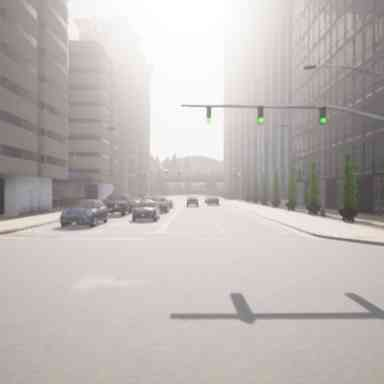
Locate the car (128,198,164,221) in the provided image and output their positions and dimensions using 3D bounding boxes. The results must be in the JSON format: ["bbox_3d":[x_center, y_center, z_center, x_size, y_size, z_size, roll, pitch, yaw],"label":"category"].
[{"bbox_3d":[-3.606,1.468,26.806,1.837,1.490,4.892,0,0,0],"label":"car"}]

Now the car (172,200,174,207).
[{"bbox_3d":[-3.592,1.523,45.779,1.895,1.301,4.718,0,0,0],"label":"car"}]

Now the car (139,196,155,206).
[{"bbox_3d":[-7.060,1.401,52.297,1.837,1.490,4.892,0,0,0],"label":"car"}]

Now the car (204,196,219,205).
[{"bbox_3d":[3.485,1.430,55.363,1.837,1.490,4.892,0,0,0],"label":"car"}]

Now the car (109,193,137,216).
[{"bbox_3d":[-7.105,1.162,31.897,2.150,2.045,5.566,0,0,0],"label":"car"}]

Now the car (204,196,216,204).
[{"bbox_3d":[3.482,1.470,64.031,1.994,1.385,4.181,0,0,0],"label":"car"}]

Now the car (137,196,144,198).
[{"bbox_3d":[-7.101,1.410,41.857,2.128,1.511,4.902,0,0,0],"label":"car"}]

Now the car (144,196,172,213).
[{"bbox_3d":[-3.605,1.295,36.010,2.097,1.767,4.553,0,0,0],"label":"car"}]

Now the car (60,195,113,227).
[{"bbox_3d":[-7.105,1.313,22.309,2.097,1.767,4.553,0,0,0],"label":"car"}]

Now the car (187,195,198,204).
[{"bbox_3d":[0.083,1.372,64.398,1.882,1.535,5.008,0,0,0],"label":"car"}]

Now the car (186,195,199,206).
[{"bbox_3d":[0.085,1.426,52.294,1.837,1.490,4.892,0,0,0],"label":"car"}]
